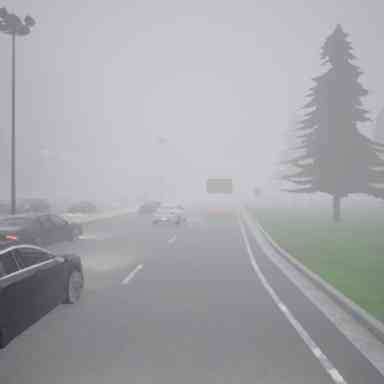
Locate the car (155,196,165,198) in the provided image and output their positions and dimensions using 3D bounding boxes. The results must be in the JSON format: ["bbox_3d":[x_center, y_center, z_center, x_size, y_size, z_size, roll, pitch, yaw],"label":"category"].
[{"bbox_3d":[-7.408,1.626,77.972,1.837,1.490,4.892,0,0,5],"label":"car"}]

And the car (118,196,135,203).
[{"bbox_3d":[-14.842,1.674,73.490,2.128,1.511,4.902,0,0,5],"label":"car"}]

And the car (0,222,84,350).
[{"bbox_3d":[-3.279,1.500,5.213,2.128,1.511,4.902,0,0,1],"label":"car"}]

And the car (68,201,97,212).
[{"bbox_3d":[-11.981,1.634,36.444,1.994,1.385,4.181,0,0,7],"label":"car"}]

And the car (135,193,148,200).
[{"bbox_3d":[-11.236,1.344,74.503,2.150,2.045,5.566,0,0,5],"label":"car"}]

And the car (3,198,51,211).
[{"bbox_3d":[-15.928,1.410,32.843,2.097,1.767,4.553,0,0,7],"label":"car"}]

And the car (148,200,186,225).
[{"bbox_3d":[-1.596,1.578,24.454,1.812,1.442,4.674,0,0,6],"label":"car"}]

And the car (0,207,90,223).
[{"bbox_3d":[-6.321,1.572,13.512,2.033,1.411,5.357,0,0,5],"label":"car"}]

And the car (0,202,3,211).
[{"bbox_3d":[-19.508,1.618,32.356,1.994,1.385,4.181,0,0,7],"label":"car"}]

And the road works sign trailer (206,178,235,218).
[{"bbox_3d":[2.560,0.535,30.836,2.380,3.560,2.880,0,0,7],"label":"road works sign trailer"}]

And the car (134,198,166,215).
[{"bbox_3d":[-3.998,1.619,34.178,2.033,1.411,5.357,0,0,7],"label":"car"}]
